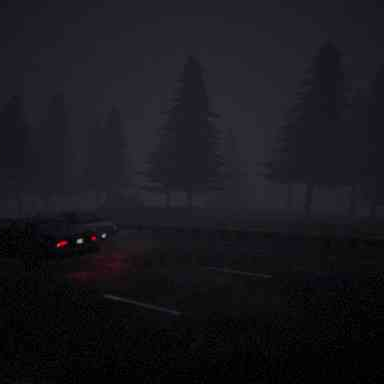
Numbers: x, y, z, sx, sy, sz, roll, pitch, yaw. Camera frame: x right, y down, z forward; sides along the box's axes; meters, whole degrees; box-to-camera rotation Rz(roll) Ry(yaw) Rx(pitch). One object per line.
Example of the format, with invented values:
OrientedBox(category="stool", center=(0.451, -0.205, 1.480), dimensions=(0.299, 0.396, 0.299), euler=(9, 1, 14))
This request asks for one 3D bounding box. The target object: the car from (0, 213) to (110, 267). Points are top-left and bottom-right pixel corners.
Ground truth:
OrientedBox(category="car", center=(-5.625, 1.558, 11.415), dimensions=(5.357, 1.411, 2.033), euler=(0, 0, 29))

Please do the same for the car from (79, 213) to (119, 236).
OrientedBox(category="car", center=(-5.794, 1.613, 15.451), dimensions=(4.718, 1.301, 1.895), euler=(0, 0, 27))
